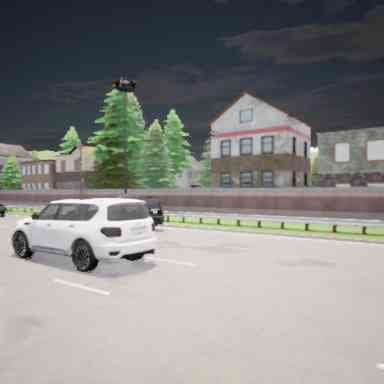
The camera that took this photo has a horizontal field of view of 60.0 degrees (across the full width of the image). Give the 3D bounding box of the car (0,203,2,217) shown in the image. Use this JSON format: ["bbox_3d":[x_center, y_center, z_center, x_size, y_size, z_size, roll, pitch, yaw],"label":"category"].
[{"bbox_3d":[-18.779,1.498,30.291,4.902,1.511,2.128,0,0,36],"label":"car"}]

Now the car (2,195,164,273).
[{"bbox_3d":[-3.672,1.223,10.913,5.566,2.045,2.150,0,0,36],"label":"car"}]

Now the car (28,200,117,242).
[{"bbox_3d":[-6.169,1.355,16.994,4.553,1.767,2.097,0,0,36],"label":"car"}]
